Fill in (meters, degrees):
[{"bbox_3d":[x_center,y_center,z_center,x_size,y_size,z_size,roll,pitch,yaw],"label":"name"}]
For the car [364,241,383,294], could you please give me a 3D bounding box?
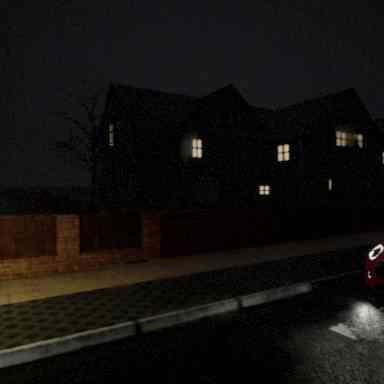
[{"bbox_3d":[5.739,1.184,7.010,4.553,1.767,2.097,-1,1,-31],"label":"car"}]
